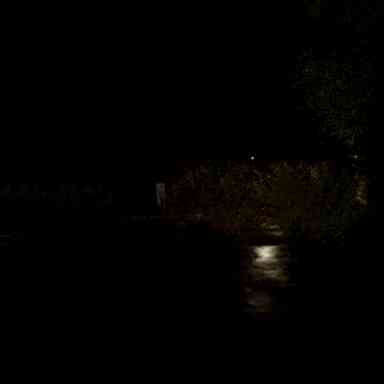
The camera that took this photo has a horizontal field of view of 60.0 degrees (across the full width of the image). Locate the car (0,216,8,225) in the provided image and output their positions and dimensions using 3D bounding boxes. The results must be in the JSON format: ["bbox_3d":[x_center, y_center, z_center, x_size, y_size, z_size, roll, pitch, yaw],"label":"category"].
[{"bbox_3d":[-14.048,1.728,20.159,1.895,1.301,4.718,0,-1,40],"label":"car"}]
